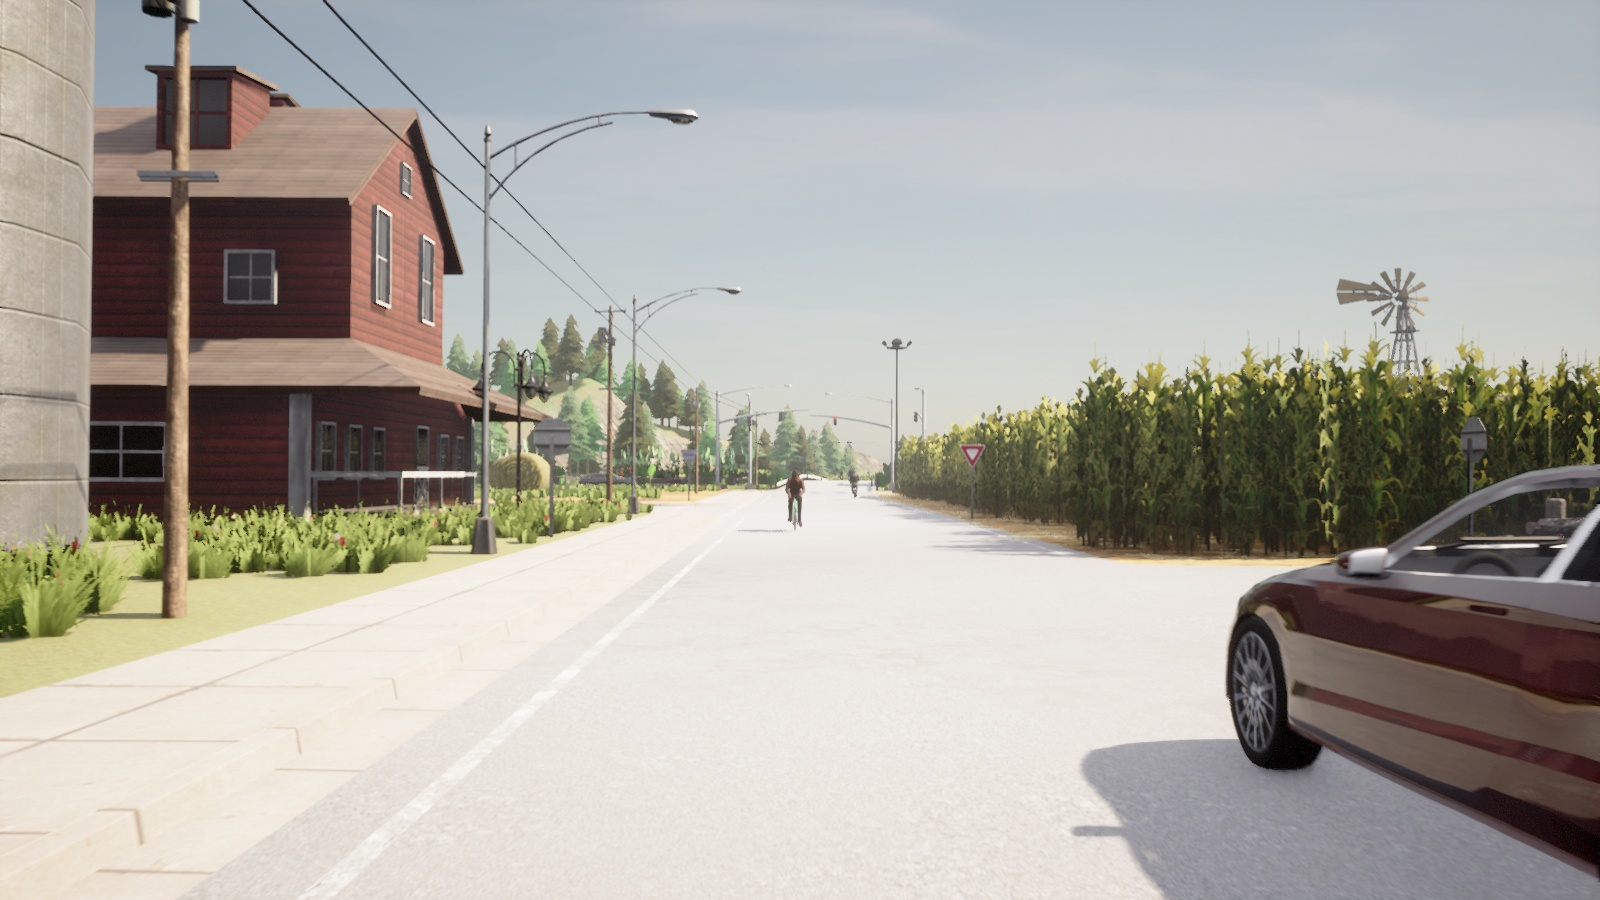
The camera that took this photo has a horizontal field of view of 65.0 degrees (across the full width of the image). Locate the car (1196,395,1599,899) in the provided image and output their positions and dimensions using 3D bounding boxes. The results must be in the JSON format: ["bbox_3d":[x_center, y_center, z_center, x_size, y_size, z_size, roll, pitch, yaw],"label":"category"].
[{"bbox_3d":[3.479,0.679,5.068,2.152,1.651,5.027,0,-1,0],"label":"car"}]
